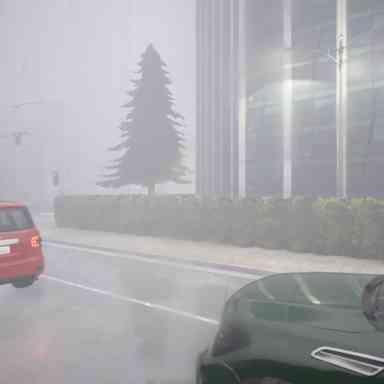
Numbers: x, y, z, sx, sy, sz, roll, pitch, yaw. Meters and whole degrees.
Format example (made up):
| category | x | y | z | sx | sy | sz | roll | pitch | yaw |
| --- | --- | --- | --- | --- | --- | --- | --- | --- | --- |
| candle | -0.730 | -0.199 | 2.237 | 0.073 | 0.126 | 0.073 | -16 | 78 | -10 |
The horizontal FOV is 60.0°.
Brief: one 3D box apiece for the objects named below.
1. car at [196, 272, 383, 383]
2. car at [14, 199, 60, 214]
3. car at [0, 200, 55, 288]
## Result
| category | x | y | z | sx | sy | sz | roll | pitch | yaw |
| --- | --- | --- | --- | --- | --- | --- | --- | --- | --- |
| car | 2.688 | 1.221 | 2.073 | 5.566 | 2.045 | 2.150 | 0 | 0 | 36 |
| car | -17.192 | 1.564 | 37.063 | 1.994 | 1.385 | 4.181 | 0 | 0 | 36 |
| car | -5.778 | 1.221 | 8.059 | 5.566 | 2.045 | 2.150 | 0 | 0 | 38 |
